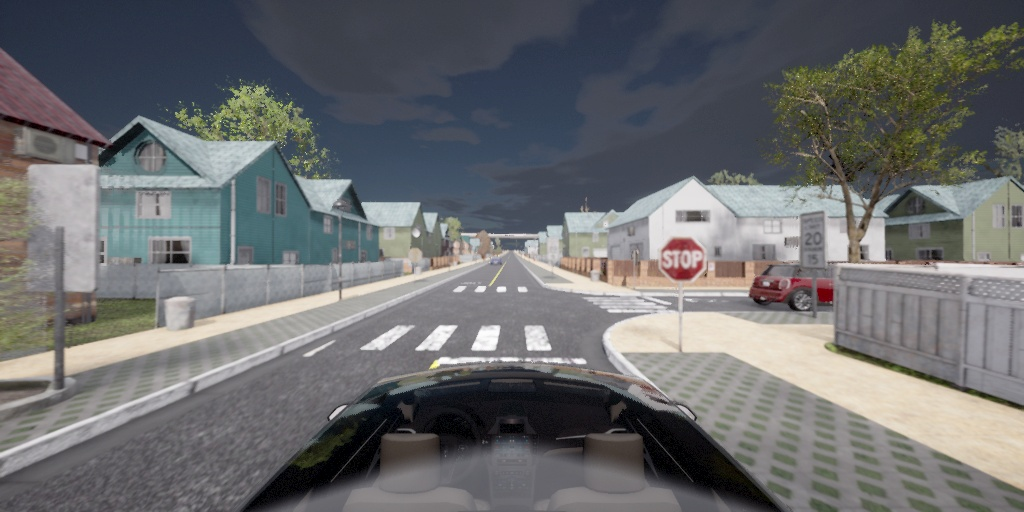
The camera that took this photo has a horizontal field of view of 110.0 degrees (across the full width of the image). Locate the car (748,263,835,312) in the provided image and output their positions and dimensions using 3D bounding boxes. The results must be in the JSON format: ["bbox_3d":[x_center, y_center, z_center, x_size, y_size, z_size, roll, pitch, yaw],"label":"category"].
[{"bbox_3d":[11.487,1.054,13.246,4.553,1.767,2.097,0,0,-1],"label":"car"}]

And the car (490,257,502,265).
[{"bbox_3d":[-2.754,0.827,62.490,1.812,1.442,4.674,0,0,0],"label":"car"}]
